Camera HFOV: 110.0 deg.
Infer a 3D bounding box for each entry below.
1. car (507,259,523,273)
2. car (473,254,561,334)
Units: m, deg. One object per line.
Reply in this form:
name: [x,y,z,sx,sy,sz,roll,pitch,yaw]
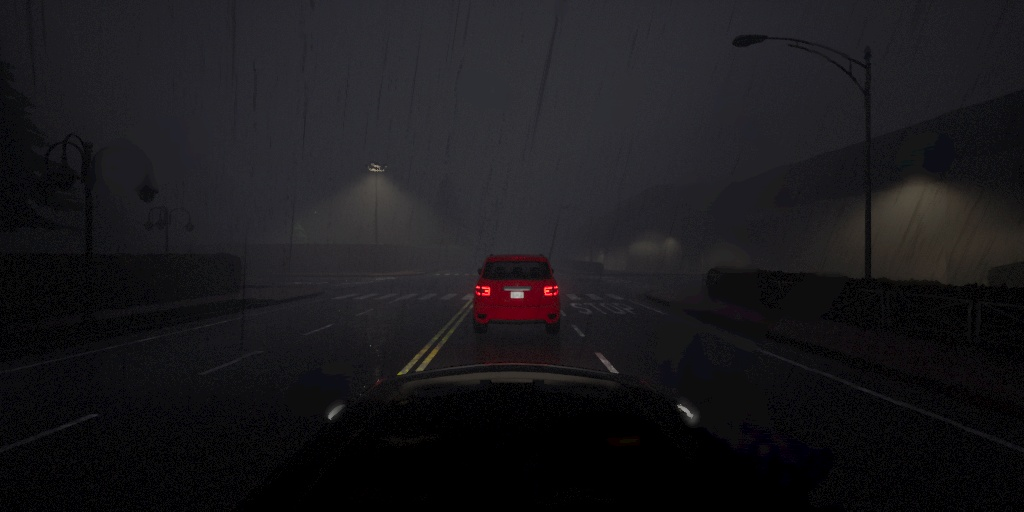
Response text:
car: [0.362,1.228,45.623,1.882,1.535,5.008,0,0,1]
car: [0.123,0.971,10.771,2.150,2.045,5.566,0,0,0]
